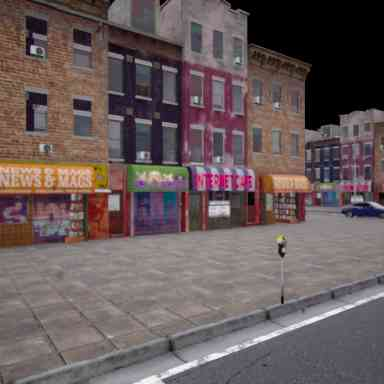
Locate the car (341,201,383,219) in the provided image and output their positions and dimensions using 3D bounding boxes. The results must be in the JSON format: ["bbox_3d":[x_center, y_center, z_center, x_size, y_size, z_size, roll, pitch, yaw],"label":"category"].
[{"bbox_3d":[15.026,1.543,28.174,1.812,1.442,4.674,0,0,-35],"label":"car"}]
